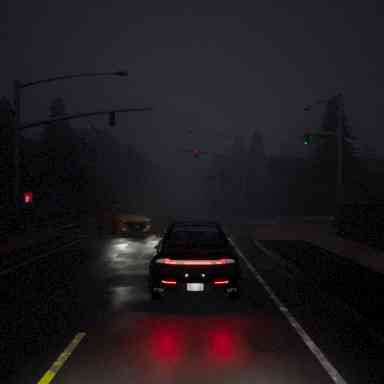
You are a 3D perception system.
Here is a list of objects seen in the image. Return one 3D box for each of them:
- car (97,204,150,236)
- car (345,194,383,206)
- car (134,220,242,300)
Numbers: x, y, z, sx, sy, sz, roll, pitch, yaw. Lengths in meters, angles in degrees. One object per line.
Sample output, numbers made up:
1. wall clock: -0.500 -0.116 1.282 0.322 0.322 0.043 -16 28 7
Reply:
1. car: -3.950 1.480 18.834 1.882 1.535 5.008 2 -1 -30
2. car: 15.856 1.202 28.932 5.566 2.045 2.150 0 0 -8
3. car: 0.076 1.492 8.398 2.128 1.511 4.902 0 0 0
